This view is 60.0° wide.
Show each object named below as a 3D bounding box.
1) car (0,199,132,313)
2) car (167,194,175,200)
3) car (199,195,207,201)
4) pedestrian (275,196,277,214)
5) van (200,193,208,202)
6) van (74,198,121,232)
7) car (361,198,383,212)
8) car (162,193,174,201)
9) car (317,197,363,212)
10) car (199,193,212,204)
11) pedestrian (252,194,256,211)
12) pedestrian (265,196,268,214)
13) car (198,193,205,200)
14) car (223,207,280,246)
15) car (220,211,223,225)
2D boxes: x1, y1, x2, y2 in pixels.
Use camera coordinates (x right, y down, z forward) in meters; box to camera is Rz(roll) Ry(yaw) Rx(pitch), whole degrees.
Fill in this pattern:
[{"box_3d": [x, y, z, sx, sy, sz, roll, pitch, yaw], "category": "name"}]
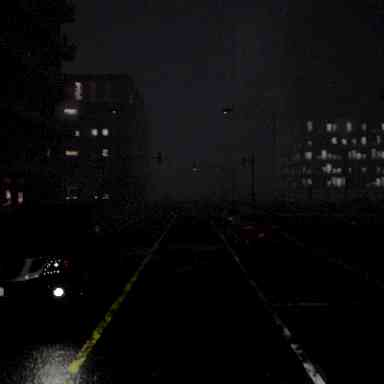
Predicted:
[{"box_3d": [-3.101, 1.211, 8.006, 2.150, 2.045, 5.566, 0, 0, 0], "category": "car"}, {"box_3d": [-5.710, 1.346, 92.522, 1.887, 1.381, 4.507, -1, 0, 0], "category": "car"}, {"box_3d": [2.639, 1.381, 81.264, 1.887, 1.381, 4.507, -1, 0, 0], "category": "car"}, {"box_3d": [8.131, 1.325, 32.430, 0.375, 1.860, 0.375, -1, 1, 0], "category": "pedestrian"}, {"box_3d": [2.637, 1.194, 75.618, 1.690, 1.788, 3.998, -1, 0, 0], "category": "van"}, {"box_3d": [-5.706, 1.312, 20.581, 1.690, 1.788, 3.998, -1, 0, 0], "category": "van"}, {"box_3d": [22.195, 1.684, 38.294, 4.313, 1.339, 1.947, 0, 1, 1], "category": "car"}, {"box_3d": [-5.708, 1.418, 75.585, 1.947, 1.339, 4.313, -1, 0, 0], "category": "car"}, {"box_3d": [16.714, 1.643, 38.369, 4.403, 1.369, 2.008, 0, 1, 1], "category": "car"}, {"box_3d": [2.641, 1.442, 58.681, 1.887, 1.381, 4.507, -1, 0, 0], "category": "car"}, {"box_3d": [6.132, 1.101, 33.026, 0.375, 1.860, 0.375, -1, 1, 0], "category": "pedestrian"}, {"box_3d": [7.132, 1.274, 31.829, 0.375, 1.860, 0.375, -1, 1, 0], "category": "pedestrian"}, {"box_3d": [2.637, 1.242, 92.555, 1.967, 1.590, 4.097, -1, 0, 0], "category": "car"}, {"box_3d": [2.677, 1.525, 15.036, 1.887, 1.381, 4.507, -1, 0, 0], "category": "car"}, {"box_3d": [2.677, 1.553, 20.617, 1.802, 1.307, 4.206, -1, 0, 0], "category": "car"}]
